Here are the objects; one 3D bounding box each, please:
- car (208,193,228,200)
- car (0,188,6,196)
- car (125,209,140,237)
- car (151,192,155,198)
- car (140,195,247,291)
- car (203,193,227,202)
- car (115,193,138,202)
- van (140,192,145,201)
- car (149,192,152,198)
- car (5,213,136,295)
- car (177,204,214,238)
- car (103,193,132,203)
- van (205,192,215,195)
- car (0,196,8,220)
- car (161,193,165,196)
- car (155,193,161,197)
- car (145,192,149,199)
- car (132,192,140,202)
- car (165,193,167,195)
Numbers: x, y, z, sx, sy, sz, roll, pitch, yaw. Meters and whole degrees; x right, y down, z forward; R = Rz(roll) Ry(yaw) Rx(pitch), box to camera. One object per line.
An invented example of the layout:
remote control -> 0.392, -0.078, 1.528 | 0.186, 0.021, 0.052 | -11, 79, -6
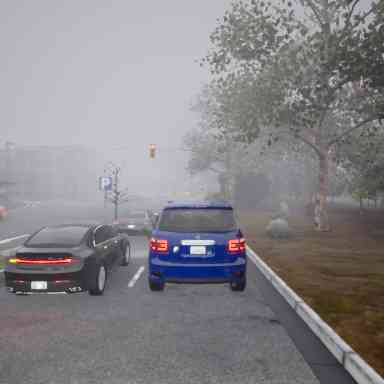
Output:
car -> 6.589, 1.130, 83.170 | 4.553, 1.767, 2.185 | 1, 0, -12
car -> -31.080, 0.137, 53.834 | 2.002, 1.452, 4.674 | 6, -3, -19
car -> -2.816, 1.589, 17.588 | 1.994, 1.385, 4.181 | 0, 0, 1
car -> -12.141, 1.359, 80.888 | 4.674, 1.452, 2.002 | -1, 0, -13
car -> 0.126, 1.233, 9.187 | 2.150, 2.045, 5.566 | 0, 0, 0
car -> 4.775, 1.142, 68.474 | 4.553, 1.767, 2.185 | 1, 0, -14
car -> -13.598, 1.196, 68.883 | 4.553, 1.767, 2.185 | -1, 0, -14
van -> -13.127, 1.093, 71.922 | 4.442, 1.987, 1.878 | -1, 0, -14
car -> -12.517, 1.360, 77.887 | 4.674, 1.452, 2.002 | -1, 0, -13
car -> -2.877, 1.515, 8.702 | 1.837, 1.490, 4.892 | 0, 0, 0
car -> 0.202, 1.531, 19.046 | 1.837, 1.490, 4.892 | 0, 0, 0
car -> -14.345, 1.358, 62.940 | 4.792, 1.488, 2.163 | -1, 0, -15
van -> 4.386, 1.043, 65.505 | 4.442, 1.987, 1.878 | 1, 0, -14
car -> -16.588, 1.404, 25.137 | 4.553, 1.767, 2.185 | -1, 0, -19
car -> -10.861, 1.065, 89.875 | 5.566, 2.045, 2.435 | -1, 0, -12
car -> -11.316, 1.358, 86.869 | 4.674, 1.452, 2.002 | -1, 0, -12
car -> -12.895, 1.322, 74.893 | 4.892, 1.521, 2.231 | -1, 0, -13
car -> -13.696, 1.316, 65.931 | 5.366, 1.575, 1.946 | -1, 0, -15
car -> -10.435, 1.316, 92.853 | 5.008, 1.535, 2.097 | -1, 0, -11
